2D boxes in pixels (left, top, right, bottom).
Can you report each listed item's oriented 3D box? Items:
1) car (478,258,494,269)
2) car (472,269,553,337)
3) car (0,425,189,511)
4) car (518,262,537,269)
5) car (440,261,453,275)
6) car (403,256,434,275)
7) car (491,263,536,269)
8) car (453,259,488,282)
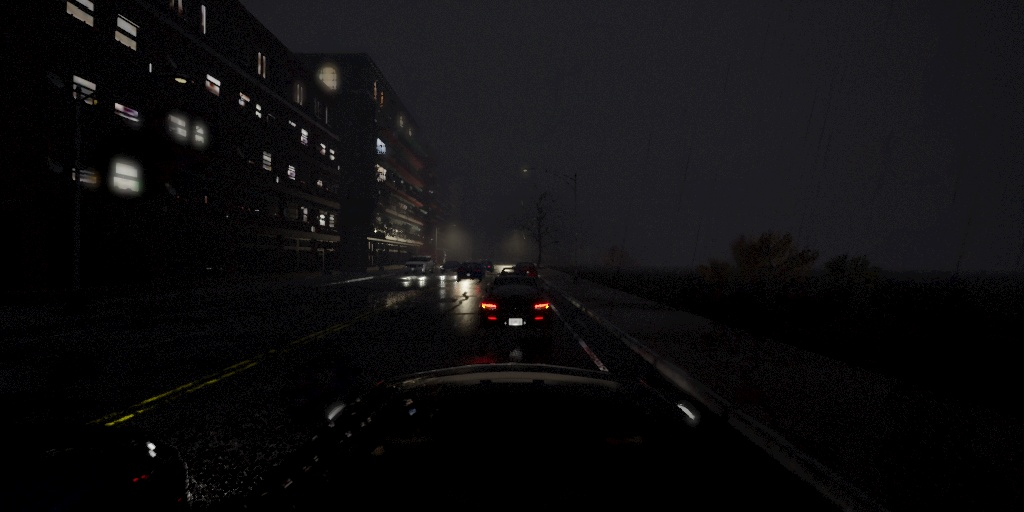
[{"bbox_3d":[-3.241,1.301,44.254,2.033,1.411,5.357,0,0,0],"label":"car"},{"bbox_3d":[0.075,1.277,10.168,1.812,1.442,4.674,0,0,0],"label":"car"},{"bbox_3d":[-3.150,1.313,0.634,1.994,1.385,4.181,0,0,0],"label":"car"},{"bbox_3d":[1.081,1.232,29.863,1.882,1.535,5.008,0,0,0],"label":"car"},{"bbox_3d":[-6.678,1.279,39.880,1.812,1.442,4.674,0,0,0],"label":"car"},{"bbox_3d":[-9.925,0.975,38.584,2.150,2.045,5.566,0,0,0],"label":"car"},{"bbox_3d":[0.063,1.317,20.335,1.994,1.385,4.181,0,0,0],"label":"car"},{"bbox_3d":[-3.205,1.231,28.771,1.882,1.535,5.008,0,0,0],"label":"car"}]
